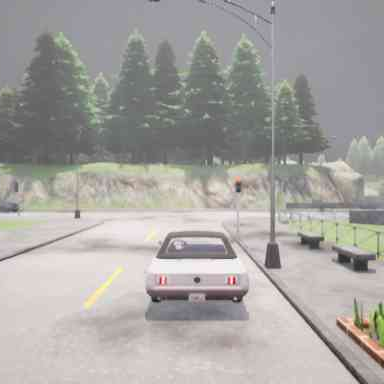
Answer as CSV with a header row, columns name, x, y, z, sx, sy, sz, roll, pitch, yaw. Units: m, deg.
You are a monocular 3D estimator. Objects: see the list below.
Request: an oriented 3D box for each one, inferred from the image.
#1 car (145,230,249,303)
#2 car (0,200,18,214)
name,x,y,z,sx,sy,sz,roll,pitch,yaw
car,0.097,1.587,8.138,1.895,1.301,4.718,0,0,0
car,-20.387,1.504,34.722,4.181,1.385,1.994,0,0,1
